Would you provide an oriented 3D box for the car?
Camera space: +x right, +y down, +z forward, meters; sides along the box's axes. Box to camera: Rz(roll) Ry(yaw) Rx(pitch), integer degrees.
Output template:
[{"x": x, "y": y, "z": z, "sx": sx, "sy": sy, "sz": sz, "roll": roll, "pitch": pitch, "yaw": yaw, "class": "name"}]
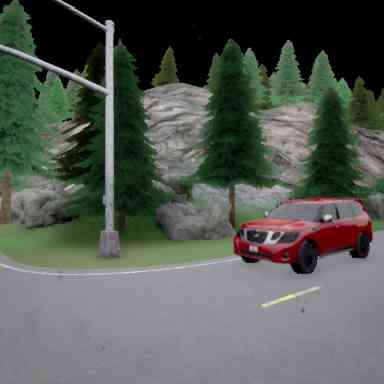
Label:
[{"x": 3.851, "y": 1.228, "z": 10.934, "sx": 5.566, "sy": 2.045, "sz": 2.150, "roll": 0, "pitch": 0, "yaw": -39, "class": "car"}]
